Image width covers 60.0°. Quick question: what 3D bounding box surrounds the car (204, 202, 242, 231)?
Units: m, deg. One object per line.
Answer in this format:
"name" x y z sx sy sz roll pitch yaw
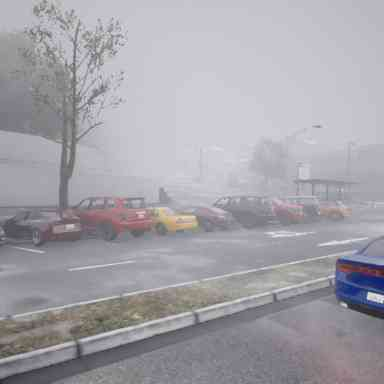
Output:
"car" 0.366 1.548 20.422 4.674 1.452 2.002 -1 -1 35

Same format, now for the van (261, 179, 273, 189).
"van" 16.536 -1.491 68.001 1.878 1.987 4.442 7 4 35

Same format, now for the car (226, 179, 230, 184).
"car" 9.670 -2.317 77.993 2.002 1.452 4.674 7 3 35

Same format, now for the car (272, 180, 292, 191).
"car" 18.293 -0.992 65.636 2.231 1.521 4.892 7 3 35

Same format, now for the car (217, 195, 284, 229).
"car" 2.796 1.262 22.177 5.566 2.045 2.435 -1 -1 35

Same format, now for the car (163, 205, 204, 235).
"car" -2.242 1.502 18.797 5.366 1.575 1.946 -1 -1 35

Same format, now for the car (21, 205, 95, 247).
"car" -7.010 1.524 15.230 4.792 1.488 2.163 -1 -1 35

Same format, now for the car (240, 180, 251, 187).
"car" 13.238 -1.812 73.207 1.946 1.575 5.366 7 3 35

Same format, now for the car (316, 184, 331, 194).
"car" 23.496 -0.426 58.245 2.435 2.045 5.566 7 3 35

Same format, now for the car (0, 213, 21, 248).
"car" -9.432 1.493 13.486 4.892 1.521 2.231 -1 -1 35

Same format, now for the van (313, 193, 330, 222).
"van" 7.851 1.296 25.546 4.442 1.987 1.878 -1 -1 35

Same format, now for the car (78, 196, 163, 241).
"car" -4.563 1.247 16.972 5.566 2.045 2.435 -1 -1 35

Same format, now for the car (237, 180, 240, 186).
"car" 11.409 -2.044 75.529 2.002 1.452 4.674 7 4 35

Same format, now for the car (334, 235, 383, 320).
"car" 4.864 1.487 6.585 5.008 1.535 1.882 0 0 -35

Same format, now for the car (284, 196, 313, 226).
"car" 5.311 1.267 23.879 5.566 2.045 2.435 -1 -1 35

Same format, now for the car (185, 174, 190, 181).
"car" 0.932 -3.850 90.238 2.185 1.767 4.553 6 3 34

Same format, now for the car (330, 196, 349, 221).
"car" 10.262 1.403 27.294 4.553 1.767 2.185 -1 -1 35

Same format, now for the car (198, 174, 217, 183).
"car" 4.572 -3.176 85.509 1.946 1.575 5.366 7 3 34

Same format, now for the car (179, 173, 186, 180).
"car" -0.795 -4.085 92.710 2.185 1.767 4.553 4 1 34

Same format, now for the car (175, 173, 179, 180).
"car" -2.564 -4.362 95.060 2.435 2.045 5.566 1 -1 34

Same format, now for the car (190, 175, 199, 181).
"car" 2.724 -3.699 87.770 2.435 2.045 5.566 7 3 34

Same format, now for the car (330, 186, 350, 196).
"car" 25.184 0.136 55.771 2.002 1.452 4.674 7 3 35

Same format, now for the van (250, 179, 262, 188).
"van" 14.809 -1.764 70.474 1.878 1.987 4.442 7 4 35
